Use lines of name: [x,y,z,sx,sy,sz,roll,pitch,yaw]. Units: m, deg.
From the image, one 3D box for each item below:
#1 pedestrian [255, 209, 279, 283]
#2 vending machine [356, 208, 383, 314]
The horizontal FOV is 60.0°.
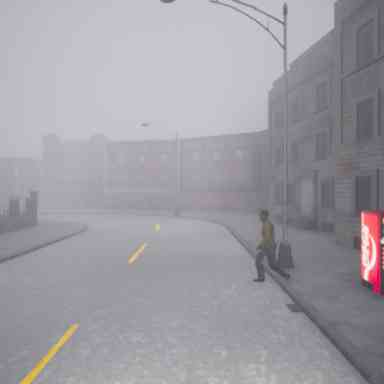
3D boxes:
pedestrian: [1.827,1.283,8.090,0.375,1.860,0.375,0,0,0]
vending machine: [4.299,1.405,7.145,1.100,2.100,0.880,0,0,0]
